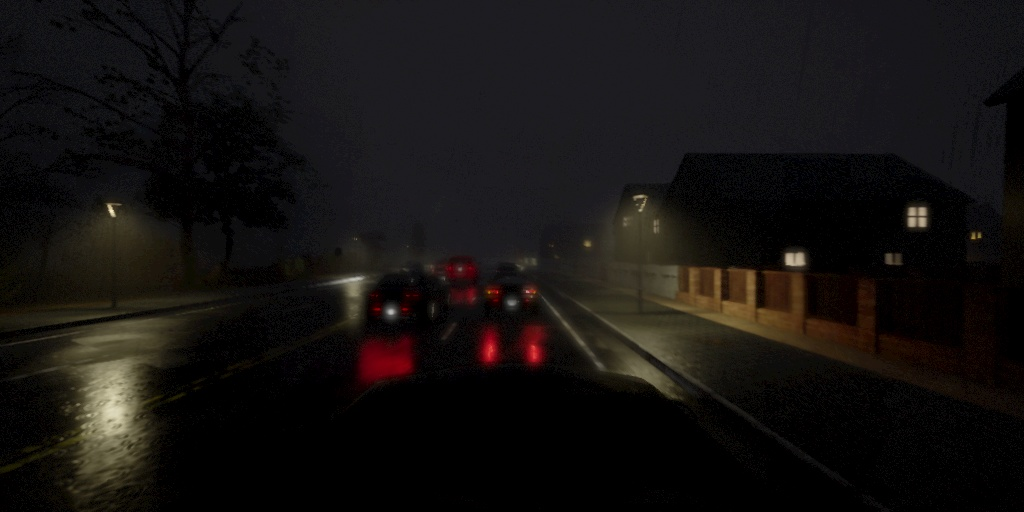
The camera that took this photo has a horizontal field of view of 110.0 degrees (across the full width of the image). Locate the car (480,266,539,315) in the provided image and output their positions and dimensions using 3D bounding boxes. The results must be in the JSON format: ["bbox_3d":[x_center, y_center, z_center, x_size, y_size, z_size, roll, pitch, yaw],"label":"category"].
[{"bbox_3d":[-0.024,1.278,13.419,1.812,1.442,4.674,0,0,-1],"label":"car"}]

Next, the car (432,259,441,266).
[{"bbox_3d":[-7.357,1.113,38.498,2.097,1.767,4.553,0,0,-2],"label":"car"}]

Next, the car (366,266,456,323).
[{"bbox_3d":[-3.260,1.259,12.053,1.837,1.490,4.892,0,0,0],"label":"car"}]

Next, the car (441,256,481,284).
[{"bbox_3d":[-3.561,0.982,26.850,2.150,2.045,5.566,0,0,-1],"label":"car"}]

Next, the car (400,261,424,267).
[{"bbox_3d":[-10.593,1.260,38.083,2.128,1.511,4.902,0,0,-2],"label":"car"}]

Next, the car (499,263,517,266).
[{"bbox_3d":[-0.340,1.260,28.031,1.837,1.490,4.892,0,0,-1],"label":"car"}]
